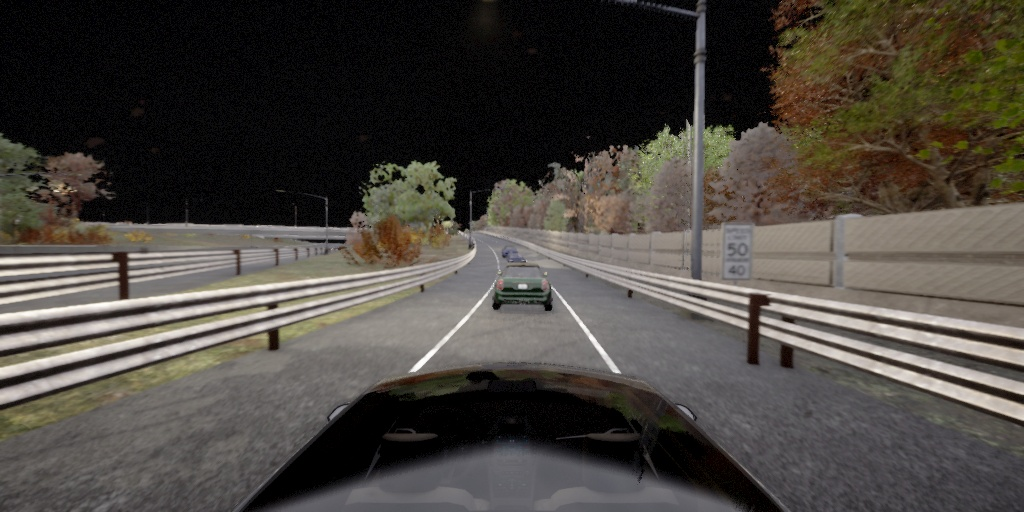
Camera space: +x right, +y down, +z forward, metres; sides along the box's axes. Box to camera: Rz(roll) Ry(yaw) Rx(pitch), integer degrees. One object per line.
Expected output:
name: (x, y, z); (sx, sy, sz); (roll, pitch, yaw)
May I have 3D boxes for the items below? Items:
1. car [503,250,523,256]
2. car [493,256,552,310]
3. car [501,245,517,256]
car: (0.329, 0.375, 38.365); (1.895, 1.301, 4.718); (1, 3, -3)
car: (0.431, 1.040, 14.581); (2.097, 1.767, 4.553); (1, 1, 2)
car: (-0.364, -0.715, 49.998); (2.097, 1.767, 4.553); (1, 5, -5)
